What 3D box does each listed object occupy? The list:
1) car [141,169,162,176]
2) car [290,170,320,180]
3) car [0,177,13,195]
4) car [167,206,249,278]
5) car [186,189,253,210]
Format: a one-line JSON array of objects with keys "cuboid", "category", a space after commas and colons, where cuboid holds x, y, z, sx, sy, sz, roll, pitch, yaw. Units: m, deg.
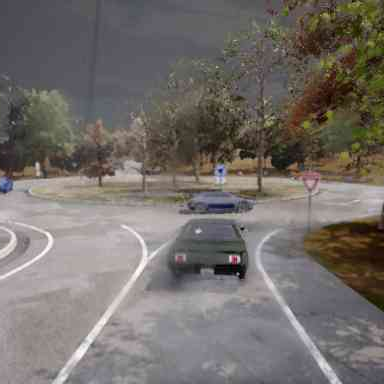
[{"cuboid": [-8.116, -3.930, 65.992, 4.718, 1.301, 1.895, 5, 7, 41], "category": "car"}, {"cuboid": [16.684, -2.534, 49.255, 2.097, 1.767, 4.553, -3, 6, -27], "category": "car"}, {"cuboid": [-18.362, -0.666, 31.576, 1.882, 1.535, 5.008, -3, 6, -20], "category": "car"}, {"cuboid": [0.596, 1.388, 9.656, 1.895, 1.301, 4.718, 0, 3, 6], "category": "car"}, {"cuboid": [1.734, 0.543, 21.278, 4.181, 1.385, 1.994, -1, 6, -9], "category": "car"}]
